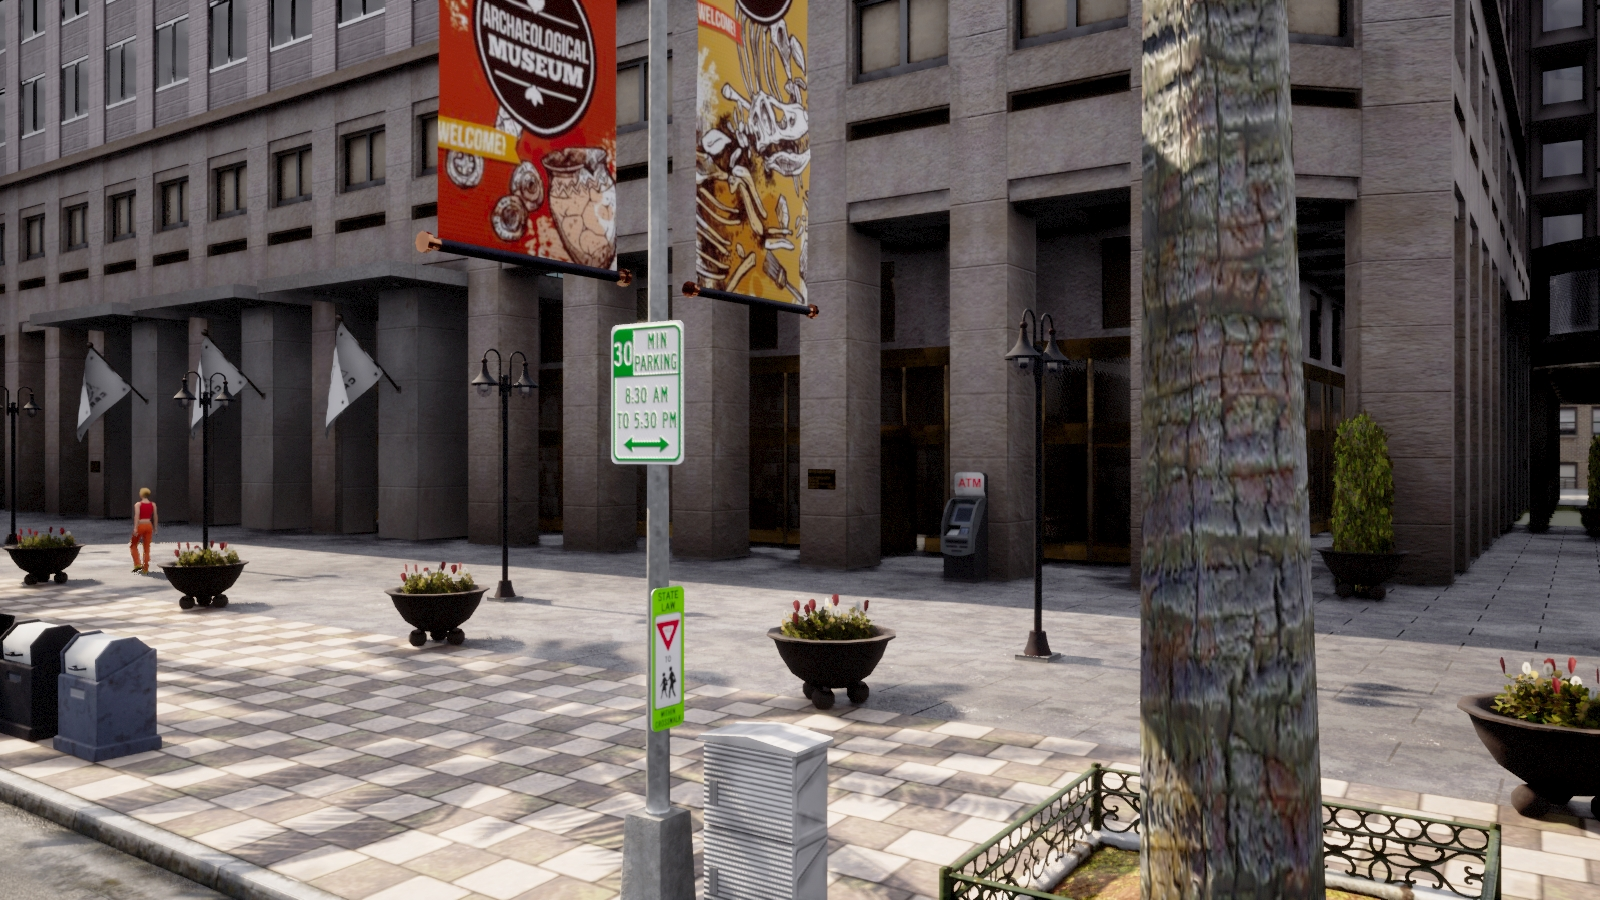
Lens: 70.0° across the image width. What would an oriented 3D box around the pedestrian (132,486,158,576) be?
[{"bbox_3d":[-13.892,1.704,24.232,0.375,1.860,0.375,0,0,40],"label":"pedestrian"}]
